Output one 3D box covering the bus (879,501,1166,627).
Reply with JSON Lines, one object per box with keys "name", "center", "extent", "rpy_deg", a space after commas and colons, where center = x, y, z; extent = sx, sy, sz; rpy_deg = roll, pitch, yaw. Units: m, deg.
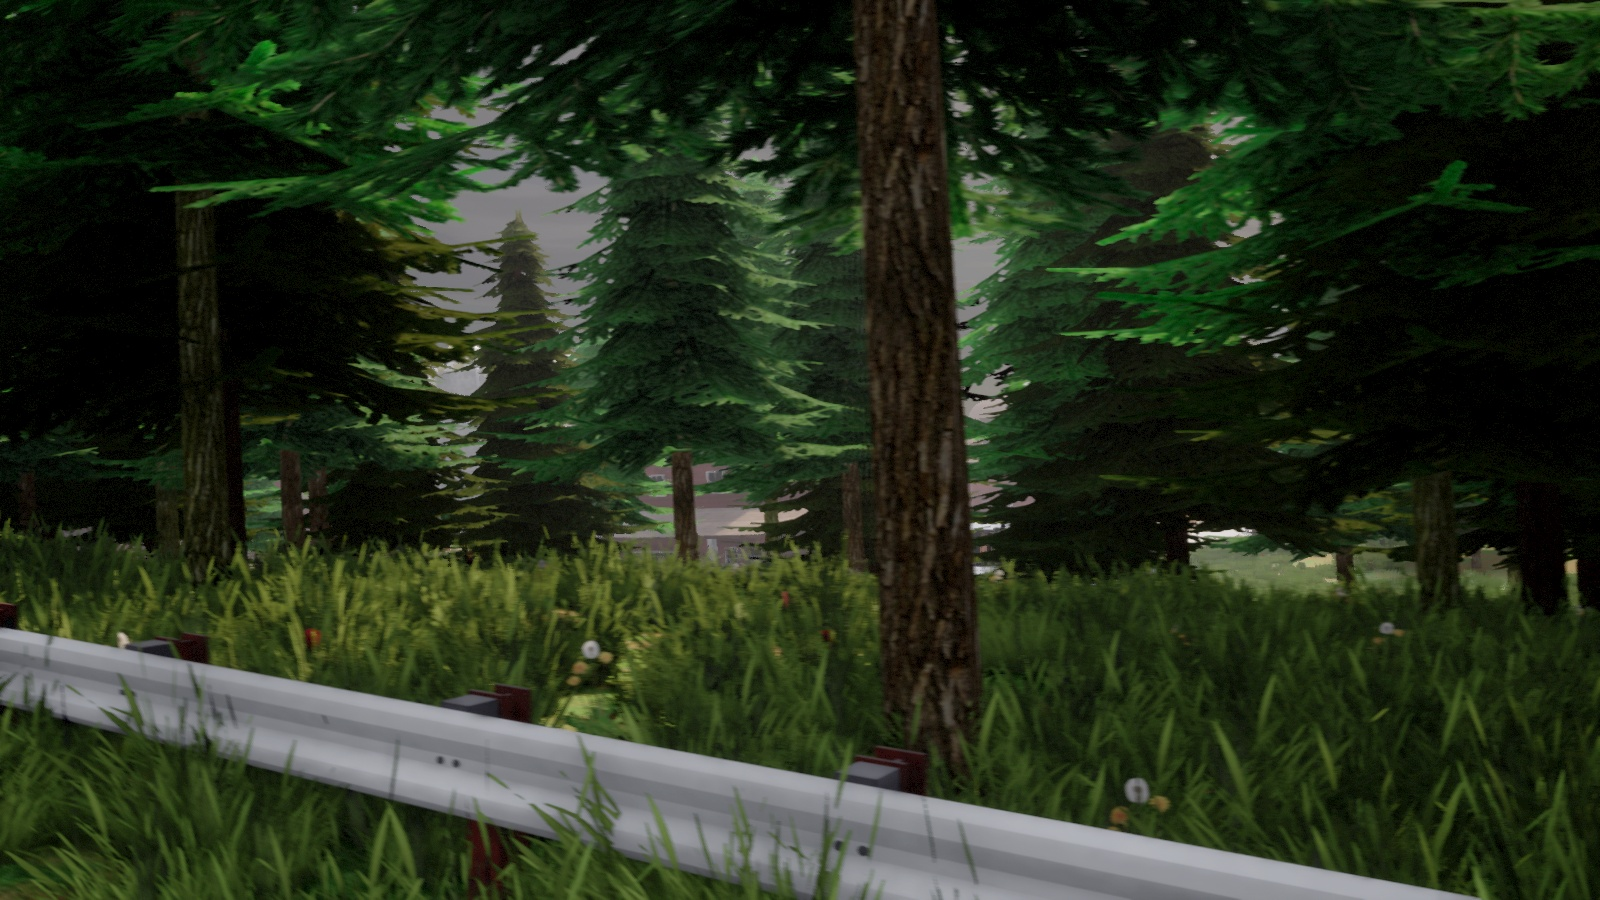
{"name": "bus", "center": [8.552, 4.449, 49.502], "extent": [10.273, 4.253, 3.944], "rpy_deg": [-5, -2, 40]}
